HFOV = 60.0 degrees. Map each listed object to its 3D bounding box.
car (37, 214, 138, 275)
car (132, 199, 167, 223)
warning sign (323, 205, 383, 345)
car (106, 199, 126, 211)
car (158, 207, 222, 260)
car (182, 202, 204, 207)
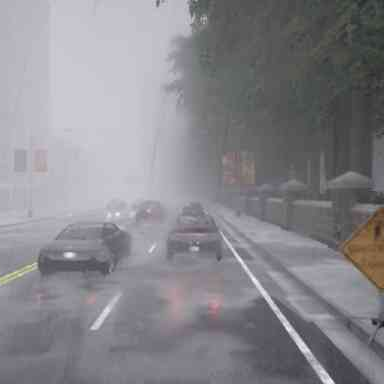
[{"bbox_3d":[-3.171,1.611,10.646,1.994,1.385,4.181,0,0,0],"label":"car"},{"bbox_3d":[-3.173,1.463,26.784,2.097,1.767,4.553,0,0,0],"label":"car"},{"bbox_3d":[2.846,1.138,5.016,1.300,1.860,1.060,0,0,0],"label":"warning sign"},{"bbox_3d":[-9.847,1.672,43.482,2.128,1.511,4.902,0,0,0],"label":"car"},{"bbox_3d":[0.085,1.548,12.705,2.128,1.511,4.902,0,0,0],"label":"car"},{"bbox_3d":[0.084,1.604,30.351,1.882,1.535,5.008,0,0,0],"label":"car"}]
